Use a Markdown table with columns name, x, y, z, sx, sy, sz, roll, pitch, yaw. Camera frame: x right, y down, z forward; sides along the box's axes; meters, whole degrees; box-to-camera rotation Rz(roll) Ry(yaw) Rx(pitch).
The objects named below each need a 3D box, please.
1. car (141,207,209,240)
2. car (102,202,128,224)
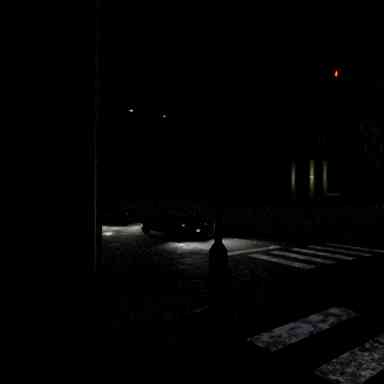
| name | x | y | z | sx | sy | sz | roll | pitch | yaw |
| --- | --- | --- | --- | --- | --- | --- | --- | --- | --- |
| car | -1.069 | 1.530 | 17.473 | 1.812 | 1.442 | 4.674 | 0 | 0 | -36 |
| car | -6.488 | 1.484 | 24.990 | 1.882 | 1.535 | 5.008 | 0 | 0 | -36 |
